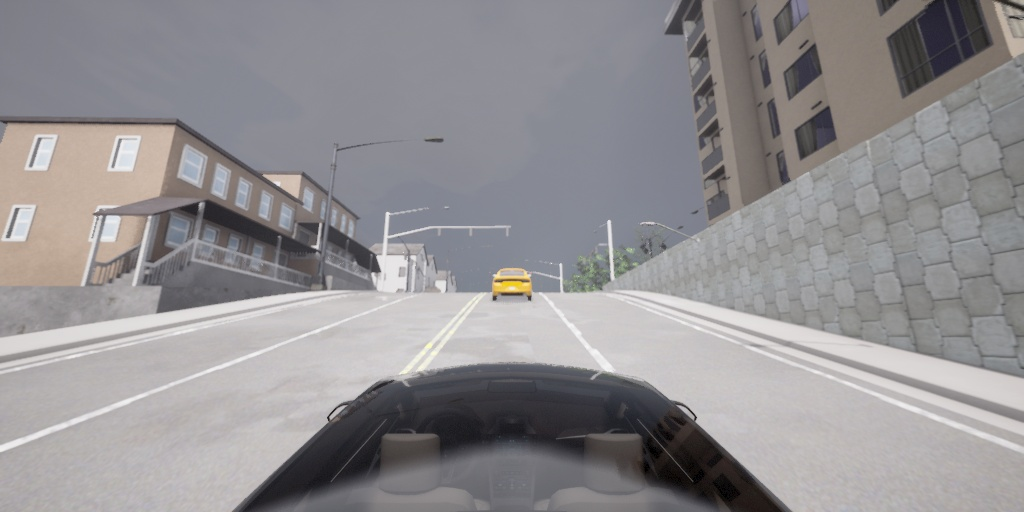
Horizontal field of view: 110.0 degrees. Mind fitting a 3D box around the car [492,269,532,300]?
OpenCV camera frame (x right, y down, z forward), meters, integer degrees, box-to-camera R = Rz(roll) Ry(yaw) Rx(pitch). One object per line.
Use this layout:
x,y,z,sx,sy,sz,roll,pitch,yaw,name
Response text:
0.014,1.401,18.844,1.882,1.535,5.008,0,-2,0,car
